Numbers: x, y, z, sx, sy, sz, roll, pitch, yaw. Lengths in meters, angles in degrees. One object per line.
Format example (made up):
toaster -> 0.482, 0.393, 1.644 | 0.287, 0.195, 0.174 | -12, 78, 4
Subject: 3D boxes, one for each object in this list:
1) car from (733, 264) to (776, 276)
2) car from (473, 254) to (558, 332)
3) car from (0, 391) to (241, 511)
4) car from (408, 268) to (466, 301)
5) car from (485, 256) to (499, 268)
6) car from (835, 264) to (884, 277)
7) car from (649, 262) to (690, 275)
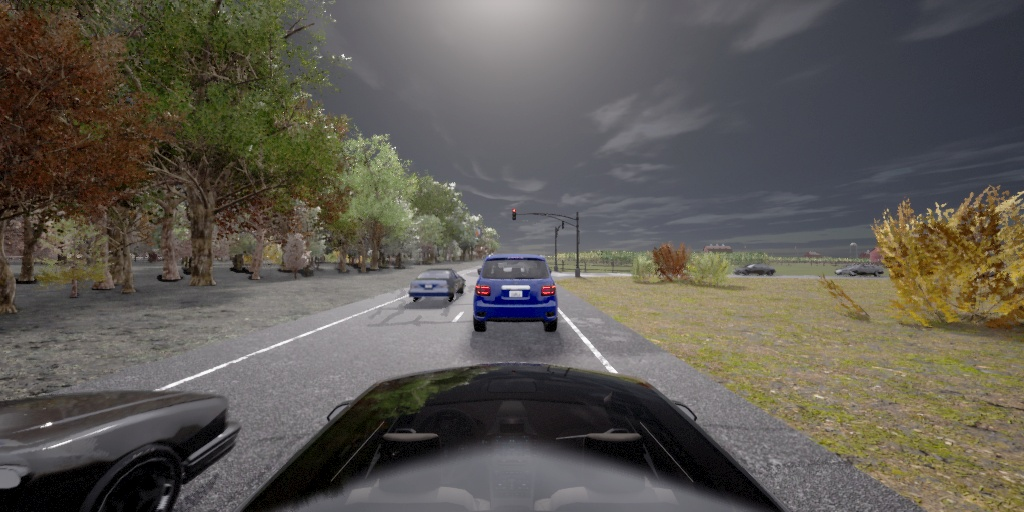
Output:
car -> 29.318, 1.654, 43.404 | 4.674, 1.442, 1.812 | 1, -1, 0
car -> 0.088, 0.974, 11.011 | 2.150, 2.045, 5.566 | 0, 0, 0
car -> -3.394, 1.297, 0.748 | 2.033, 1.411, 5.357 | 0, 0, 0
car -> -3.423, 1.301, 17.192 | 2.033, 1.411, 5.357 | 0, 0, 0
car -> -3.508, 0.976, 64.372 | 2.150, 2.045, 5.566 | 0, 0, 0
car -> 41.900, 1.756, 43.357 | 4.902, 1.511, 2.128 | 0, -1, 0
car -> 19.045, 1.494, 43.439 | 5.008, 1.535, 1.882 | 1, -1, 0
